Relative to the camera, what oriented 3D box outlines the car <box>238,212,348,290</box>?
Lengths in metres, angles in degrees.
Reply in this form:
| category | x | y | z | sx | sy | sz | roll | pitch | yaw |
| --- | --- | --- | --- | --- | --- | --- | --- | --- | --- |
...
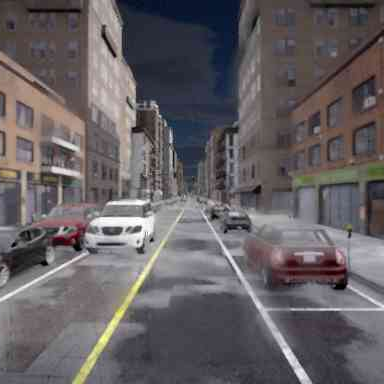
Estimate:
| category | x | y | z | sx | sy | sz | roll | pitch | yaw |
| --- | --- | --- | --- | --- | --- | --- | --- | --- | --- |
| car | 2.640 | 1.545 | 9.405 | 1.967 | 1.590 | 4.097 | 0 | -1 | 0 |

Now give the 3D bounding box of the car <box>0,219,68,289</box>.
| category | x | y | z | sx | sy | sz | roll | pitch | yaw |
| --- | --- | --- | --- | --- | --- | --- | --- | --- | --- |
| car | -5.385 | 1.671 | 9.400 | 1.947 | 1.339 | 4.313 | 0 | -1 | 0 |

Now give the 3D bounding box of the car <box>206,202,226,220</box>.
| category | x | y | z | sx | sy | sz | roll | pitch | yaw |
| --- | --- | --- | --- | --- | --- | --- | --- | --- | --- |
| car | 2.645 | 1.921 | 32.127 | 1.947 | 1.339 | 4.313 | 0 | -1 | 0 |

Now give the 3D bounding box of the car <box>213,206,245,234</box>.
| category | x | y | z | sx | sy | sz | roll | pitch | yaw |
| --- | --- | --- | --- | --- | --- | --- | --- | --- | --- |
| car | 2.643 | 1.781 | 20.765 | 2.008 | 1.369 | 4.403 | 0 | -1 | 0 |

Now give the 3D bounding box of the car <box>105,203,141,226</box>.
| category | x | y | z | sx | sy | sz | roll | pitch | yaw |
| --- | --- | --- | --- | --- | --- | --- | --- | --- | --- |
| car | -5.381 | 1.733 | 26.446 | 1.967 | 1.590 | 4.097 | 0 | -1 | 0 |

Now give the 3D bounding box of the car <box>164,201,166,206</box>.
| category | x | y | z | sx | sy | sz | roll | pitch | yaw |
| --- | --- | --- | --- | --- | --- | --- | --- | --- | --- |
| car | -5.376 | 2.091 | 49.170 | 2.008 | 1.369 | 4.403 | 0 | -1 | 0 |

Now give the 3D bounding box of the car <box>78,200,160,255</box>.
| category | x | y | z | sx | sy | sz | roll | pitch | yaw |
| --- | --- | --- | --- | --- | --- | --- | --- | --- | --- |
| car | -2.846 | 1.383 | 14.500 | 2.150 | 2.045 | 5.566 | 0 | -1 | 0 |

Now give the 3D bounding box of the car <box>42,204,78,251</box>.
| category | x | y | z | sx | sy | sz | roll | pitch | yaw |
| --- | --- | --- | --- | --- | --- | --- | --- | --- | --- |
| car | -5.383 | 1.483 | 15.084 | 2.192 | 1.841 | 5.009 | 0 | -1 | 0 |

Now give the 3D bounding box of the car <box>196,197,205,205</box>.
| category | x | y | z | sx | sy | sz | roll | pitch | yaw |
| --- | --- | --- | --- | --- | --- | --- | --- | --- | --- |
| car | 2.658 | 2.438 | 81.450 | 2.008 | 1.369 | 4.403 | 0 | -1 | 0 |

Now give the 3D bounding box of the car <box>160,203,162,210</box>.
| category | x | y | z | sx | sy | sz | roll | pitch | yaw |
| --- | --- | --- | --- | --- | --- | --- | --- | --- | --- |
| car | -5.377 | 2.061 | 43.489 | 1.802 | 1.307 | 4.206 | 0 | -1 | 0 |

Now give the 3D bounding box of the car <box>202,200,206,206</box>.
| category | x | y | z | sx | sy | sz | roll | pitch | yaw |
| --- | --- | --- | --- | --- | --- | --- | --- | --- | --- |
| car | 2.648 | 2.006 | 43.659 | 1.752 | 1.417 | 4.829 | 0 | -1 | 0 |

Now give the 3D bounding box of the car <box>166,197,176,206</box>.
| category | x | y | z | sx | sy | sz | roll | pitch | yaw |
| --- | --- | --- | --- | --- | --- | --- | --- | --- | --- |
| car | -5.372 | 2.380 | 76.045 | 2.008 | 1.369 | 4.403 | 0 | -1 | 0 |
